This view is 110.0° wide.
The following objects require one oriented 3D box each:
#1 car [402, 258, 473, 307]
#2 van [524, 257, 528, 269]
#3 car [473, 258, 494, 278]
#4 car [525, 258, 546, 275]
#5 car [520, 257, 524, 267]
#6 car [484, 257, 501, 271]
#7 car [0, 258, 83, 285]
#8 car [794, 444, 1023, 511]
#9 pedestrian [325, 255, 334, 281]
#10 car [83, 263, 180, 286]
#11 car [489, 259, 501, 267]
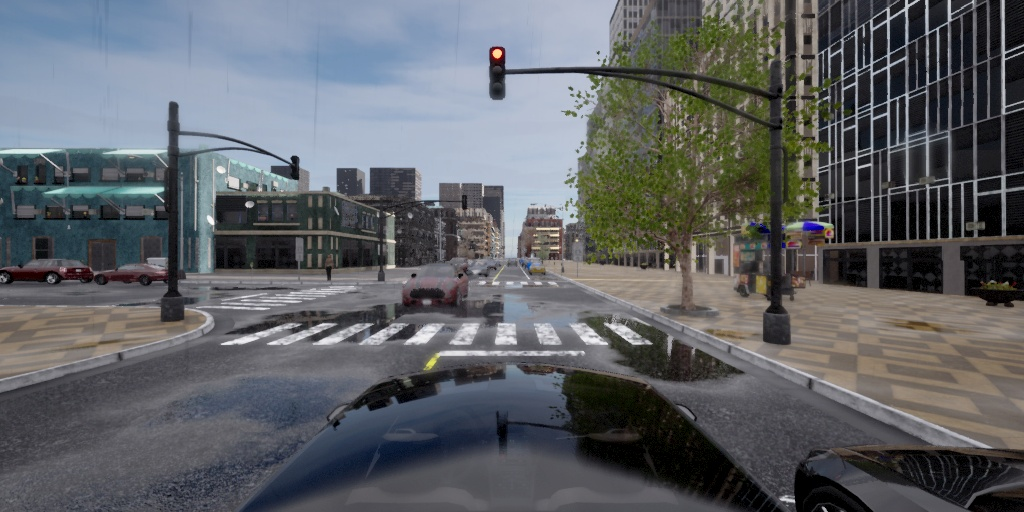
[{"bbox_3d":[-3.100,1.103,15.331,2.097,1.767,4.553,0,0,0],"label":"car"},{"bbox_3d":[2.688,1.094,44.085,1.690,1.789,3.998,0,0,0],"label":"van"},{"bbox_3d":[-3.099,1.244,33.604,2.128,1.511,4.902,0,0,0],"label":"car"},{"bbox_3d":[2.689,1.278,38.703,1.751,1.417,4.829,0,0,0],"label":"car"},{"bbox_3d":[2.687,1.305,55.187,2.007,1.370,4.403,0,0,0],"label":"car"},{"bbox_3d":[-3.082,1.302,51.031,2.033,1.411,5.357,0,0,0],"label":"car"},{"bbox_3d":[-28.370,0.879,21.814,4.097,1.591,1.967,0,0,-1],"label":"car"},{"bbox_3d":[2.691,1.316,0.504,1.948,1.339,4.313,0,0,0],"label":"car"},{"bbox_3d":[-12.751,0.788,24.984,0.375,1.860,0.375,0,-1,-1],"label":"pedestrian"},{"bbox_3d":[-22.822,1.090,21.892,4.207,1.307,1.802,0,0,-1],"label":"car"},{"bbox_3d":[-3.034,1.320,65.386,1.994,1.385,4.181,0,0,0],"label":"car"}]
